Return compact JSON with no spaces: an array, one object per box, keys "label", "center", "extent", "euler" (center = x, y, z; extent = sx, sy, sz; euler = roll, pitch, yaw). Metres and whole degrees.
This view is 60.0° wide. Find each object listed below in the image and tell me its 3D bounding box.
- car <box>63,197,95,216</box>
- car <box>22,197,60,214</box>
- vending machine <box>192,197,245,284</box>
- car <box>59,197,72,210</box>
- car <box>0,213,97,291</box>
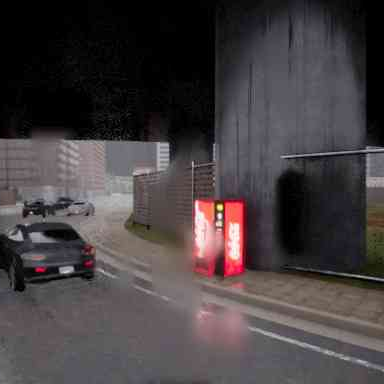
[{"label":"car","center":[-10.595,1.525,31.889],"extent":[1.812,1.442,4.674],"euler":[0,0,-8]},{"label":"car","center":[-13.931,1.505,30.553],"extent":[1.837,1.490,4.892],"euler":[0,0,-8]},{"label":"vending machine","center":[0.708,1.195,8.803],"extent":[1.100,2.100,0.880],"euler":[0,0,-42]},{"label":"car","center":[-15.329,1.352,40.883],"extent":[2.097,1.767,4.553],"euler":[0,0,-7]},{"label":"car","center":[-4.086,1.526,9.078],"extent":[1.812,1.442,4.674],"euler":[0,0,-36]}]
